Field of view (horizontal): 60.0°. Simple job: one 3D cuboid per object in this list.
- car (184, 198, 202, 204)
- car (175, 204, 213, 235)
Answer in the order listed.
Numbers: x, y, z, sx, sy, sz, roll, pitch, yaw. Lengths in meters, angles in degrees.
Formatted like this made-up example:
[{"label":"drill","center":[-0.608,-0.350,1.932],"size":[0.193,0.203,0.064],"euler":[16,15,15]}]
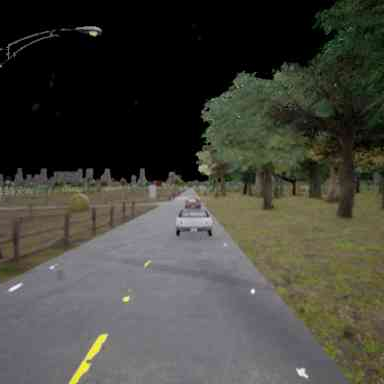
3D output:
[{"label":"car","center":[0.109,1.393,37.937],"size":[1.812,1.442,4.674],"euler":[0,0,0]},{"label":"car","center":[0.097,1.552,18.464],"size":[1.895,1.301,4.718],"euler":[0,0,0]}]
